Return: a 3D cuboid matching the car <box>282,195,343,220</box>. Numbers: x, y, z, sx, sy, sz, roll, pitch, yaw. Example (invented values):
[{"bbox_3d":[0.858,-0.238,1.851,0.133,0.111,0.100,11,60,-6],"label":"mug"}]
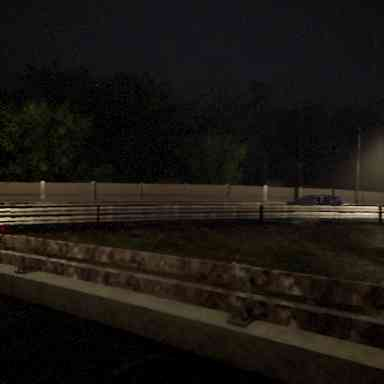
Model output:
[{"bbox_3d":[10.924,1.254,29.910,5.566,2.045,2.150,2,0,-19],"label":"car"}]
